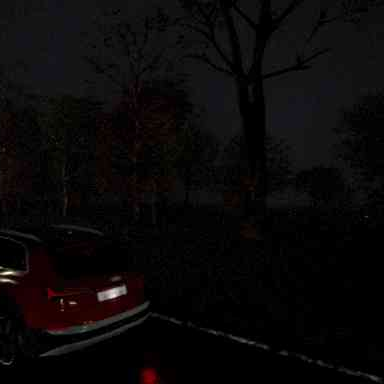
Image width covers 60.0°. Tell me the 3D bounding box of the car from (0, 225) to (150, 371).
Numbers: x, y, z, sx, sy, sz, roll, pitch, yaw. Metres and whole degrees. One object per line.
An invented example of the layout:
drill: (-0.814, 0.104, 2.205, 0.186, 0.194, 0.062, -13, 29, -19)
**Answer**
car: (-2.864, 1.366, 5.620, 4.856, 1.649, 2.033, 0, -1, 35)
